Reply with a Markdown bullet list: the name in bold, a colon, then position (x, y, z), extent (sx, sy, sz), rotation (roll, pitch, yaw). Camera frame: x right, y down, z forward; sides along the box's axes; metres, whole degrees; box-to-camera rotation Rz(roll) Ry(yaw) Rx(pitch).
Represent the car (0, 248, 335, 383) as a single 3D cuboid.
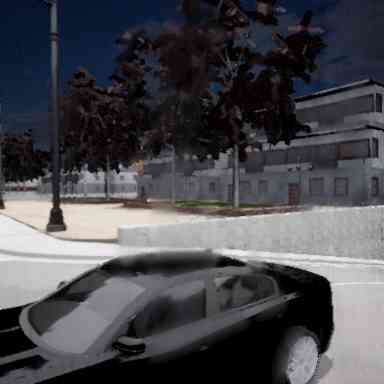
- **car**: position (-0.463, 1.472, 3.665), extent (5.008, 1.535, 1.882), rotation (0, 0, -36)
